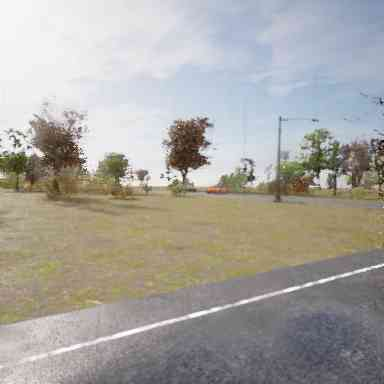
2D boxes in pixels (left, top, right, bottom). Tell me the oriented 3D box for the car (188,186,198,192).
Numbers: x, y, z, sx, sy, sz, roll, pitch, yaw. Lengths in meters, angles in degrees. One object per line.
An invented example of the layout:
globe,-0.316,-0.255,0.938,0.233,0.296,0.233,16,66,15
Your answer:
car,-0.884,-0.614,71.849,1.895,1.301,4.718,0,2,-36

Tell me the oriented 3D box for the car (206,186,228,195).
car,4.745,-0.439,64.001,2.097,1.767,4.553,0,2,-36
